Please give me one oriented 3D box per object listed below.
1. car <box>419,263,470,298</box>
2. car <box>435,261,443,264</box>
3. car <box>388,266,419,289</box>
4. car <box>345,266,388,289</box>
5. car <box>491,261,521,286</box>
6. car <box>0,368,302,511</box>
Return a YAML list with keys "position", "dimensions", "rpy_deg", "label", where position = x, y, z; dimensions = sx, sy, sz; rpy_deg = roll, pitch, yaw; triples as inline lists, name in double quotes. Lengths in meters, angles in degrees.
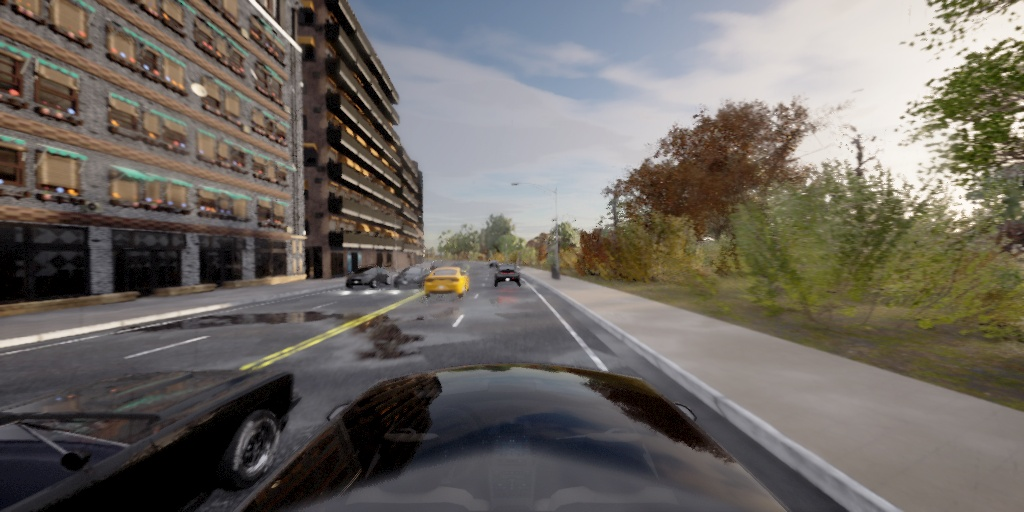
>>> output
- position: [-3.415, 1.341, 19.568]
  dimensions: [1.882, 1.535, 5.008]
  rpy_deg: [-1, 0, -1]
  label: "car"
- position: [-12.293, 1.630, 59.629]
  dimensions: [1.837, 1.490, 4.892]
  rpy_deg: [-1, 0, -4]
  label: "car"
- position: [-6.954, 1.466, 25.488]
  dimensions: [1.812, 1.442, 4.674]
  rpy_deg: [-1, 0, -1]
  label: "car"
- position: [-10.211, 1.503, 25.752]
  dimensions: [1.837, 1.490, 4.892]
  rpy_deg: [-1, -1, -2]
  label: "car"
- position: [-0.378, 1.340, 26.455]
  dimensions: [1.837, 1.490, 4.892]
  rpy_deg: [-1, 0, -2]
  label: "car"
- position: [-3.169, 1.402, 1.674]
  dimensions: [1.895, 1.301, 4.718]
  rpy_deg: [-1, 0, 0]
  label: "car"
